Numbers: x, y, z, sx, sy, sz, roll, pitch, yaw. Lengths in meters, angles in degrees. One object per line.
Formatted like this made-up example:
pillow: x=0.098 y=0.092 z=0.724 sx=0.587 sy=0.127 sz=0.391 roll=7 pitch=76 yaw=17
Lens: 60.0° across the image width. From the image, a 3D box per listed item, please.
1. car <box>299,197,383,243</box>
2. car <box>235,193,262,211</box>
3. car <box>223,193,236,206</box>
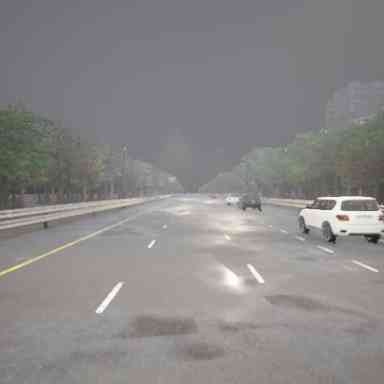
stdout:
car: x=7.004 y=1.228 z=16.187 sx=2.150 sy=2.045 sz=5.566 roll=0 pitch=0 yaw=0
car: x=7.043 y=1.257 z=40.842 sx=2.150 sy=2.045 sz=5.566 roll=0 pitch=0 yaw=0
car: x=7.104 y=1.300 z=57.573 sx=2.150 sy=2.045 sz=5.566 roll=0 pitch=0 yaw=0
